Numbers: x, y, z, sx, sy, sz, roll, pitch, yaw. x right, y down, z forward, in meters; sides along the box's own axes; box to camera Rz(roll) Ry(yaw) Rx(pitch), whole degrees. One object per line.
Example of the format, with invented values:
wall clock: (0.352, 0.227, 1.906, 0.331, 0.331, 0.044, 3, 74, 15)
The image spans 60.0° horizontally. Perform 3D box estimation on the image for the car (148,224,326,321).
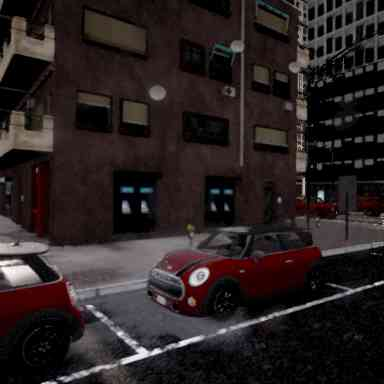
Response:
car: (1.065, 1.493, 7.316, 4.097, 1.590, 1.967, 1, 0, -35)

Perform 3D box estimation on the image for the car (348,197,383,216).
car: (16.685, 1.373, 33.204, 2.192, 1.841, 5.009, 2, 0, -36)

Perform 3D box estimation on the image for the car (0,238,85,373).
car: (-3.561, 1.433, 4.017, 4.097, 1.590, 1.967, 1, 0, -35)

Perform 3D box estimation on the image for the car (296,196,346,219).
car: (9.943, 1.265, 28.230, 2.192, 1.841, 5.009, 2, 0, -36)
